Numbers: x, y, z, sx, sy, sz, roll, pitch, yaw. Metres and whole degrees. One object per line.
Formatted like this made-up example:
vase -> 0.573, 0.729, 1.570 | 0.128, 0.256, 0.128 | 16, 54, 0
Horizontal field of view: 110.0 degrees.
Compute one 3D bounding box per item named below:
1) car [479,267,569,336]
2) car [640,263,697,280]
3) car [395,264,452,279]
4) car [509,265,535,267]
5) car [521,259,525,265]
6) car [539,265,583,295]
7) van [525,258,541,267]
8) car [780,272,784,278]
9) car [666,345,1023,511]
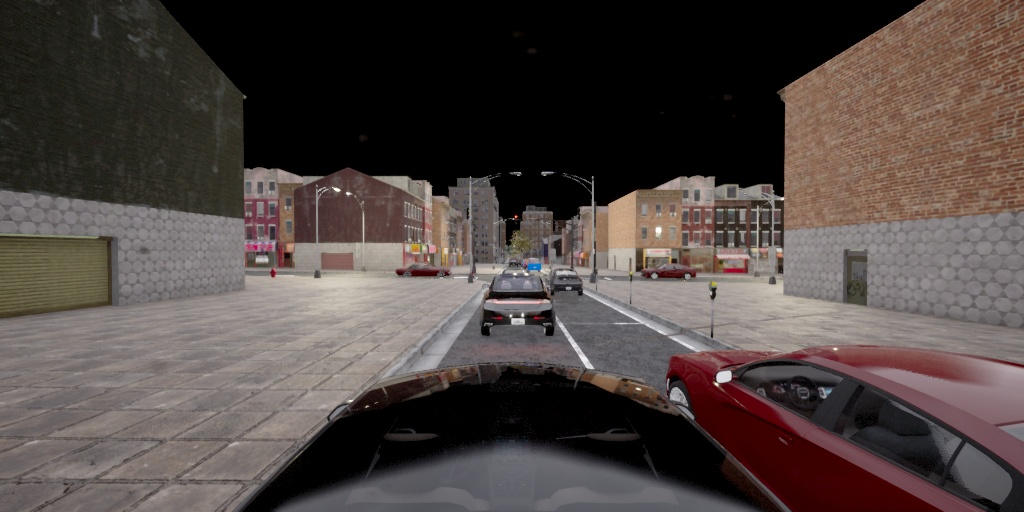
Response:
car -> 0.142, 1.244, 10.393 | 2.128, 1.511, 4.902 | 0, 0, 0
car -> 14.863, 1.466, 34.192 | 5.008, 1.535, 1.882 | 1, 1, 0
car -> -7.707, 1.326, 31.670 | 4.718, 1.301, 1.895 | 1, 1, -5
car -> 0.219, 1.371, 20.436 | 1.895, 1.301, 4.718 | 0, 0, 1
car -> 2.914, 1.255, 56.839 | 2.192, 1.841, 5.009 | 0, 0, 0
car -> 2.723, 1.318, 19.303 | 2.007, 1.370, 4.403 | 0, 0, 0
van -> 2.860, 1.215, 46.258 | 1.690, 1.789, 3.998 | 0, 0, 0
car -> 28.393, 1.763, 34.110 | 4.718, 1.301, 1.895 | 1, 1, 0
car -> 2.638, 1.294, 2.428 | 1.888, 1.381, 4.507 | 0, 0, 0
